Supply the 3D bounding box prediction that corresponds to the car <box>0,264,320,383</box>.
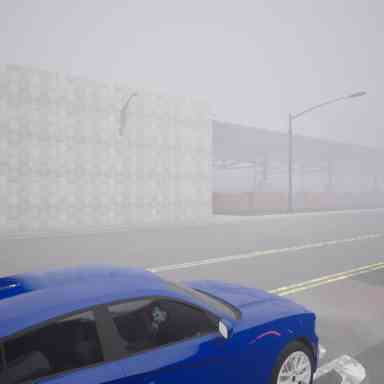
[{"bbox_3d":[-0.805,1.478,3.174,5.008,1.535,1.882,0,0,-36],"label":"car"}]
